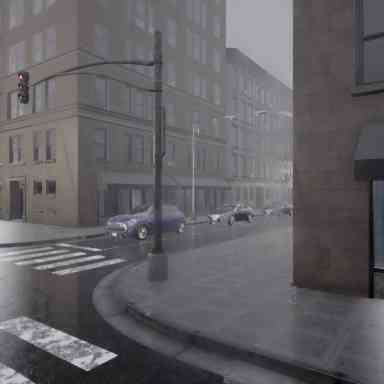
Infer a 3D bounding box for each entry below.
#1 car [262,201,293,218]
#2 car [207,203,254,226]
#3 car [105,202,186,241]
[{"bbox_3d":[8.496,1.674,32.719,2.128,1.511,4.902,0,0,36],"label":"car"},{"bbox_3d":[2.984,1.622,24.967,2.128,1.511,4.902,0,0,35],"label":"car"},{"bbox_3d":[-2.333,1.432,17.530,2.097,1.767,4.553,0,0,36],"label":"car"}]
